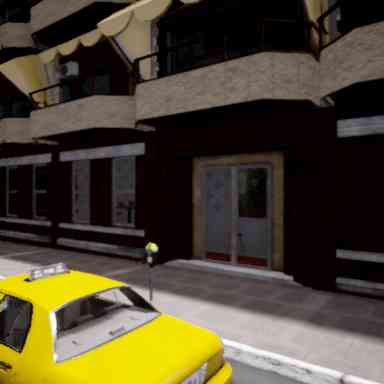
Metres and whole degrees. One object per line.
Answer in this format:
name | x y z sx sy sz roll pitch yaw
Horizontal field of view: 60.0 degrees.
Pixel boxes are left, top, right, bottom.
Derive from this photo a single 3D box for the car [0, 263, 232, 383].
car | -1.901 1.561 4.064 4.829 1.417 1.752 -1 0 35
